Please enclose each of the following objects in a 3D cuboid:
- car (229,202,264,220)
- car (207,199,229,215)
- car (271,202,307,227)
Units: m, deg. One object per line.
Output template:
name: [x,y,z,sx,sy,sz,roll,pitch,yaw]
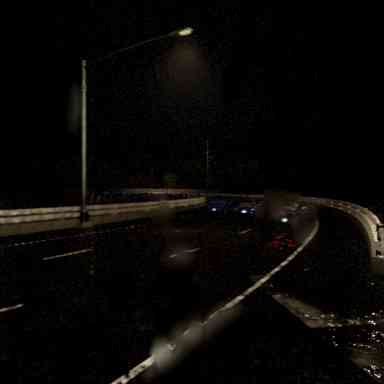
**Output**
car: [4.725,1.472,27.442,1.994,1.385,4.181,0,0,21]
car: [2.714,1.411,32.298,1.812,1.442,4.674,0,0,18]
car: [6.545,1.436,22.388,1.837,1.490,4.892,1,0,22]
